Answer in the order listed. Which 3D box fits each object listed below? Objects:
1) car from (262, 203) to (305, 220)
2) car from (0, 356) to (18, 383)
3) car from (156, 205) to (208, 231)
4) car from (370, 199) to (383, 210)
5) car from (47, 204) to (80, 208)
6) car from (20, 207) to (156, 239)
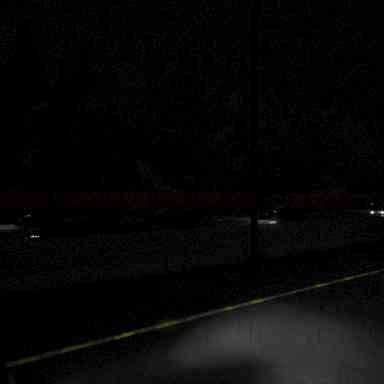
[{"bbox_3d":[8.642,1.759,31.186,4.674,1.442,1.812,1,0,-34],"label":"car"},{"bbox_3d":[-3.308,1.579,1.380,4.718,1.301,1.895,1,0,-36],"label":"car"},{"bbox_3d":[-1.336,1.571,20.112,5.008,1.535,1.882,1,0,-35],"label":"car"},{"bbox_3d":[28.530,1.847,49.605,4.553,1.767,2.097,1,0,-36],"label":"car"},{"bbox_3d":[-9.321,1.568,23.086,4.674,1.442,1.812,0,0,-35],"label":"car"},{"bbox_3d":[-4.223,1.540,13.837,4.892,1.490,1.837,0,0,-35],"label":"car"}]
